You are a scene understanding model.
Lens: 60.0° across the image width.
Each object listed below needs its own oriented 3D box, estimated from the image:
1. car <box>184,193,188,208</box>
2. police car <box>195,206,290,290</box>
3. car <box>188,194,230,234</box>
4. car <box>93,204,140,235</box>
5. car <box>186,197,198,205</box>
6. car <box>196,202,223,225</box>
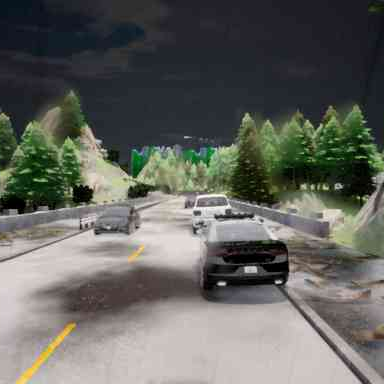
[{"bbox_3d":[0.077,1.352,47.002,2.097,1.767,4.553,0,0,1],"label":"car"},{"bbox_3d":[1.174,1.401,9.267,1.930,1.638,5.238,-2,-1,0],"label":"police car"},{"bbox_3d":[1.088,1.173,19.167,2.150,2.045,5.566,-3,0,1],"label":"car"},{"bbox_3d":[-4.083,1.503,18.710,1.837,1.490,4.892,0,1,0],"label":"car"},{"bbox_3d":[0.056,1.547,58.401,2.033,1.411,5.357,0,0,0],"label":"car"},{"bbox_3d":[1.224,1.526,25.149,1.812,1.442,4.674,0,0,0],"label":"car"}]
